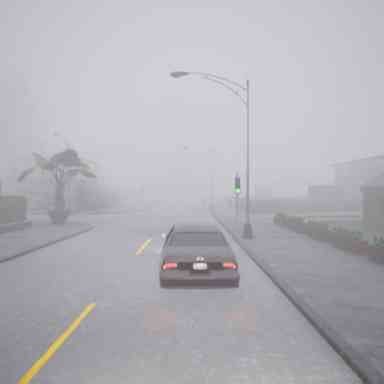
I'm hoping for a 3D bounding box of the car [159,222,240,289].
[{"bbox_3d":[0.102,1.558,9.274,2.033,1.411,5.357,0,0,-1],"label":"car"}]

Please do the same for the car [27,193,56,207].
[{"bbox_3d":[-19.796,1.035,43.755,1.905,1.878,3.866,0,0,35],"label":"car"}]
